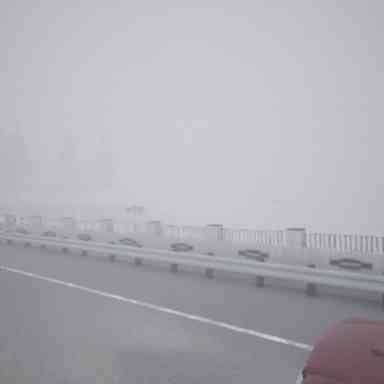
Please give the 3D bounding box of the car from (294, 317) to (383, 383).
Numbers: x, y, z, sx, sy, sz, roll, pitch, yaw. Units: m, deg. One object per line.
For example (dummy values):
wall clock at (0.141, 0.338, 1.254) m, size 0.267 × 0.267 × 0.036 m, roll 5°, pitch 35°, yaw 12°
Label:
car at (3.002, 1.595, 1.851) m, size 4.718 × 1.301 × 1.895 m, roll 0°, pitch 0°, yaw 35°
